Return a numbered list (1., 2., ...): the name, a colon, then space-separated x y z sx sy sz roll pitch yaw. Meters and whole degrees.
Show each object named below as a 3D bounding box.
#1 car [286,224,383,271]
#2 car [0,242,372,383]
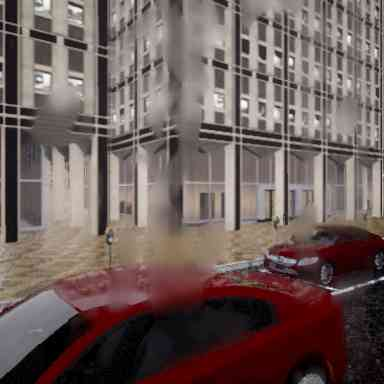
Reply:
1. car: 3.837 1.577 9.290 4.206 1.307 1.802 0 0 -35
2. car: -0.678 1.477 2.891 5.008 1.535 1.882 0 0 -35
